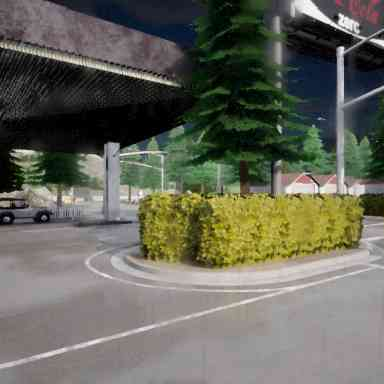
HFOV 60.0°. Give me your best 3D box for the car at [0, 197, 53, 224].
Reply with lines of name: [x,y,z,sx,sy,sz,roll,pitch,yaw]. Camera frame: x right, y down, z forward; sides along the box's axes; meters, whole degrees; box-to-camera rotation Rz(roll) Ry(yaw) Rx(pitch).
car: [-12.012,1.313,23.449,3.866,1.878,1.905,0,0,-36]
